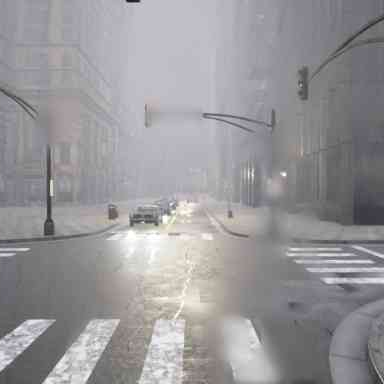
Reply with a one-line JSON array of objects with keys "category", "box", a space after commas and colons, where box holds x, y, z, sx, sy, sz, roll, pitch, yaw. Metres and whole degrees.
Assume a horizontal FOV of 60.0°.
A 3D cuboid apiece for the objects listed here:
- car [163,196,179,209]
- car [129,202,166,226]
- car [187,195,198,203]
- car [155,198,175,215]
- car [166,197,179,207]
[{"category": "car", "box": [-3.111, 1.354, 43.171, 2.097, 1.767, 4.553, 0, 0, 0]}, {"category": "car", "box": [-3.108, 1.601, 23.227, 1.895, 1.301, 4.718, 0, 0, 0]}, {"category": "car", "box": [0.075, 1.365, 69.013, 2.097, 1.767, 4.553, 0, 0, 0]}, {"category": "car", "box": [-3.105, 1.564, 33.170, 1.994, 1.385, 4.181, 0, 0, 0]}, {"category": "car", "box": [-3.071, 1.531, 53.213, 1.812, 1.442, 4.674, 0, 0, 0]}]
